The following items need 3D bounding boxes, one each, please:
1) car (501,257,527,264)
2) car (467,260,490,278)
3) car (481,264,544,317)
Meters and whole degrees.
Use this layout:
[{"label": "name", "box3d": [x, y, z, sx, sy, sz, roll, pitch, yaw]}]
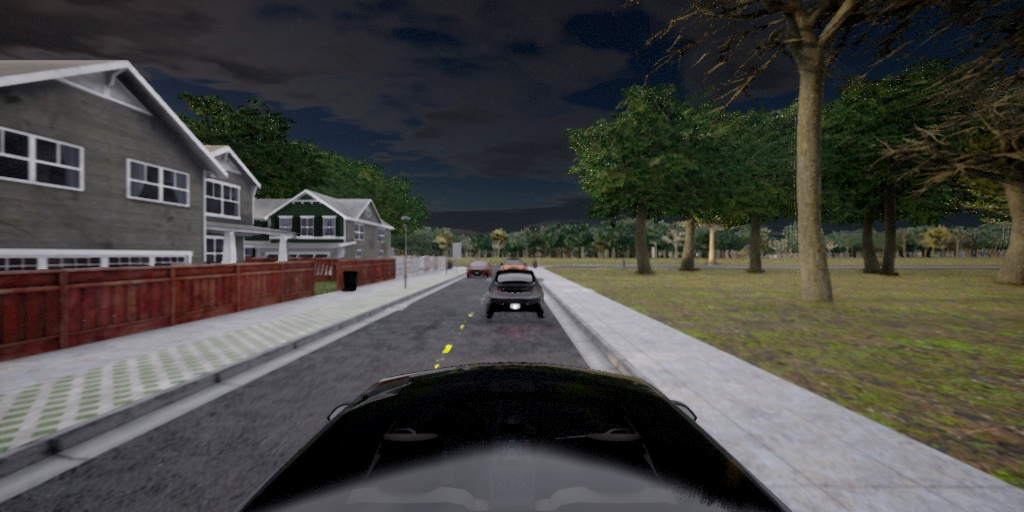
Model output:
[{"label": "car", "box3d": [0.122, 0.976, 28.513, 2.097, 1.767, 4.553, 0, 0, 0]}, {"label": "car", "box3d": [-2.810, 1.088, 31.379, 1.882, 1.535, 5.008, 0, 0, 0]}, {"label": "car", "box3d": [0.103, 1.202, 12.925, 1.837, 1.490, 4.892, 0, 1, 0]}]
